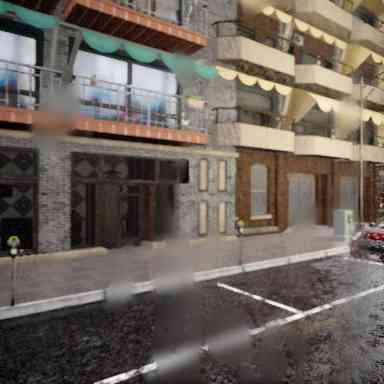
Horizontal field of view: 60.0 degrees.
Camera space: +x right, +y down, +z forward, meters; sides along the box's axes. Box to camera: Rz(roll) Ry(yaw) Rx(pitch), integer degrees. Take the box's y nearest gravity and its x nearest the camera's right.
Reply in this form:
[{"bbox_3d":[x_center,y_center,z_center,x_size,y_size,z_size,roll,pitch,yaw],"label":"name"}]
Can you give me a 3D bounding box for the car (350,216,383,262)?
[{"bbox_3d":[7.101,1.431,11.153,4.097,1.590,1.967,0,0,-35],"label":"car"}]
